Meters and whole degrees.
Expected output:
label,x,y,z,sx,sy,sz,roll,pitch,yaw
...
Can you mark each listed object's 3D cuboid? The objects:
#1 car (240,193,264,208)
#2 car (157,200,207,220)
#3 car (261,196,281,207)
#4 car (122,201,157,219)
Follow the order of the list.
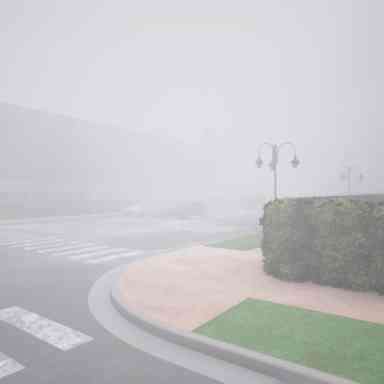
label,x,y,z,sx,sy,sz,roll,pitch,yaw
car,8.943,1.229,48.473,2.150,2.045,5.566,0,0,32
car,-0.550,1.513,28.925,1.837,1.490,4.892,0,0,35
car,11.819,1.514,46.545,1.837,1.490,4.892,0,0,33
car,-4.127,1.532,29.938,1.812,1.442,4.674,0,0,36
